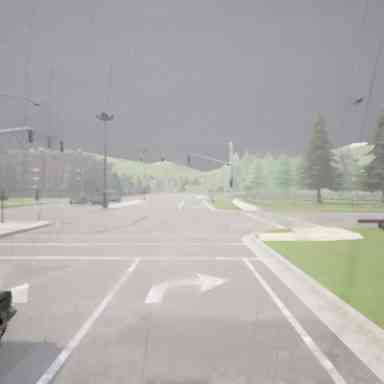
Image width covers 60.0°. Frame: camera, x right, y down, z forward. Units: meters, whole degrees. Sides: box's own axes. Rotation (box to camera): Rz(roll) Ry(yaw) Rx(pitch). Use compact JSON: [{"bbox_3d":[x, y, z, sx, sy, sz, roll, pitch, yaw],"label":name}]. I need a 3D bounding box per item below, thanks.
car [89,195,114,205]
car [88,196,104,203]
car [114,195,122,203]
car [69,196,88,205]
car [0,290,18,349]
[{"bbox_3d":[-15.010,1.412,54.938,2.033,1.411,5.357,0,0,0],"label":"car"},{"bbox_3d":[-18.513,1.405,64.305,1.994,1.385,4.181,0,0,0],"label":"car"},{"bbox_3d":[-15.013,1.344,65.019,1.837,1.490,4.892,0,0,0],"label":"car"},{"bbox_3d":[-18.514,1.357,54.551,2.128,1.511,4.902,0,0,0],"label":"car"},{"bbox_3d":[-3.435,1.594,2.623,1.895,1.301,4.718,0,0,0],"label":"car"}]
